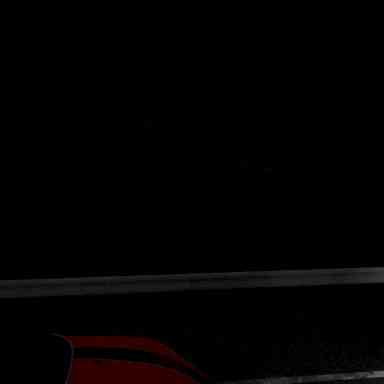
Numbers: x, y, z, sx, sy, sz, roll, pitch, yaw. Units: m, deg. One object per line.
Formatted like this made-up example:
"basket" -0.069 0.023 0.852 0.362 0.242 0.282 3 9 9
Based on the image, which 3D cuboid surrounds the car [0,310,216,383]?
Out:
"car" -1.852 1.352 1.664 4.553 1.767 2.097 0 0 -6
